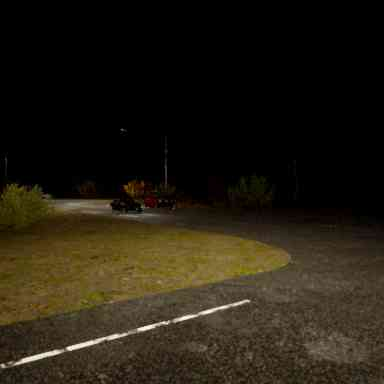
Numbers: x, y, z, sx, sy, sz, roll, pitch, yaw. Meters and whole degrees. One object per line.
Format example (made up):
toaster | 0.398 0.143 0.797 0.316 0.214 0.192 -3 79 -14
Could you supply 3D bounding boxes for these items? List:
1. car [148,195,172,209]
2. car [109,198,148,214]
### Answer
car | -4.432 1.183 42.147 2.097 1.767 4.553 0 0 -37
car | -6.733 1.382 33.612 1.837 1.490 4.892 0 0 -37
